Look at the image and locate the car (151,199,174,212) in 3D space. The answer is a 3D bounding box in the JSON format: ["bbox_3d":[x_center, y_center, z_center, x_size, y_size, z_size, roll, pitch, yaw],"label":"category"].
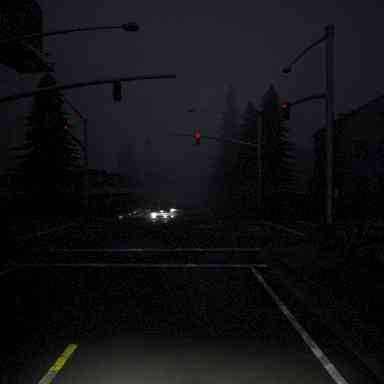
[{"bbox_3d":[-3.468,1.564,37.675,1.994,1.385,4.181,0,0,0],"label":"car"}]
